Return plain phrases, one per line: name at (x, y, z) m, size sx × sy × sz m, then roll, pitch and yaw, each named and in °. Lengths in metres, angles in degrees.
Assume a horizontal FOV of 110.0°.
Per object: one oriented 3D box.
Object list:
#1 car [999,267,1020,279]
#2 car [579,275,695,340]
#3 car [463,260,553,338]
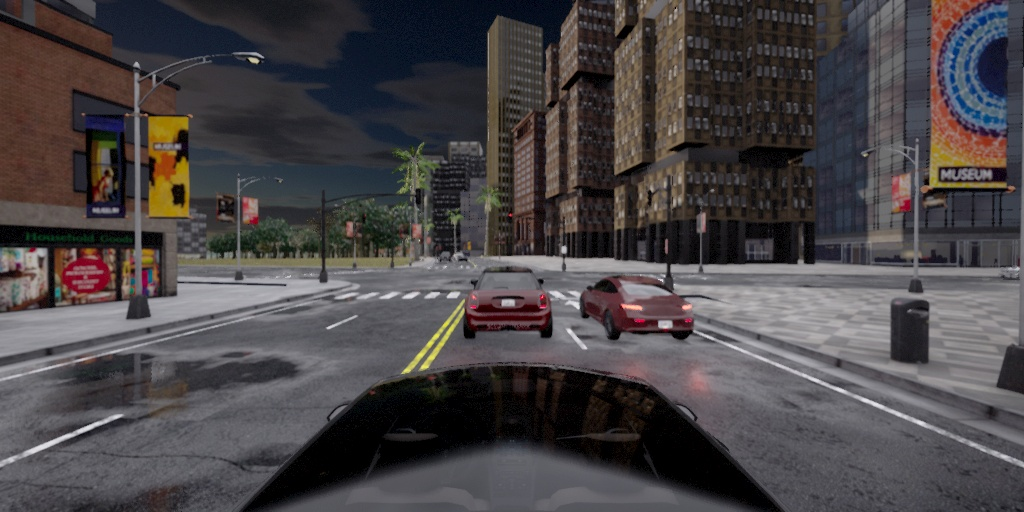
car at (40.118, 1.121, 26.883) m, size 4.674 × 1.442 × 1.812 m, roll 0°, pitch 0°, yaw 13°
car at (3.126, 1.242, 9.749) m, size 1.812 × 1.442 × 4.674 m, roll 0°, pitch 0°, yaw -2°
car at (-0.134, 1.067, 10.180) m, size 2.097 × 1.767 × 4.553 m, roll 0°, pitch 0°, yaw -1°
